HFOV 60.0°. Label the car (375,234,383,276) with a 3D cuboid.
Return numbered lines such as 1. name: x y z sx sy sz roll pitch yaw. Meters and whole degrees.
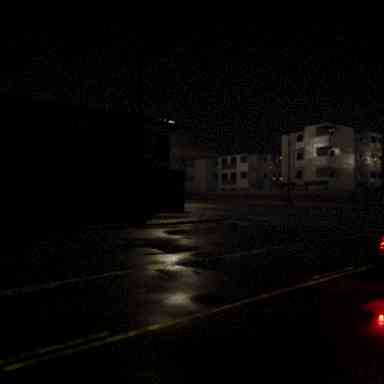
1. car: 6.764 1.254 8.606 4.553 1.767 2.097 -1 0 -35
